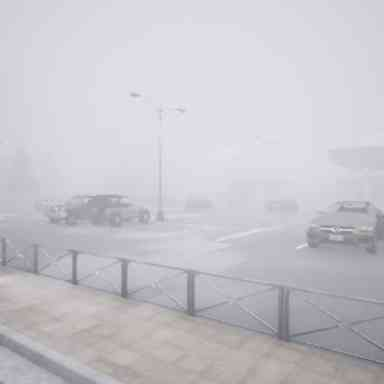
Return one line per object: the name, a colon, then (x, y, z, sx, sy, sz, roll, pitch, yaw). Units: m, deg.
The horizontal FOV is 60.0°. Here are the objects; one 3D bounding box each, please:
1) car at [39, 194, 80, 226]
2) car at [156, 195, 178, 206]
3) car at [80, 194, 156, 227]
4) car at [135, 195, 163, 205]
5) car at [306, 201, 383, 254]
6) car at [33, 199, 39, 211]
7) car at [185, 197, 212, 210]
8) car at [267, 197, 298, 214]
car: (-6.973, 1.079, 21.436, 1.932, 1.855, 4.605, 0, 0, 35)
car: (-4.329, 1.282, 51.761, 2.152, 1.636, 5.027, 0, 0, 35)
car: (-4.368, 1.064, 20.085, 1.905, 1.878, 3.866, 0, 0, 35)
car: (-6.914, 1.285, 53.540, 2.007, 1.523, 4.514, 0, 0, 35)
car: (6.048, 1.164, 12.655, 2.152, 1.636, 5.027, 0, 0, 35)
car: (-15.288, 1.337, 36.650, 1.970, 1.475, 3.806, 0, 0, 35)
car: (0.859, 1.294, 38.635, 1.845, 1.501, 3.633, 0, 0, 35)
car: (8.969, 1.290, 32.798, 2.007, 1.523, 4.514, 0, 0, 35)
